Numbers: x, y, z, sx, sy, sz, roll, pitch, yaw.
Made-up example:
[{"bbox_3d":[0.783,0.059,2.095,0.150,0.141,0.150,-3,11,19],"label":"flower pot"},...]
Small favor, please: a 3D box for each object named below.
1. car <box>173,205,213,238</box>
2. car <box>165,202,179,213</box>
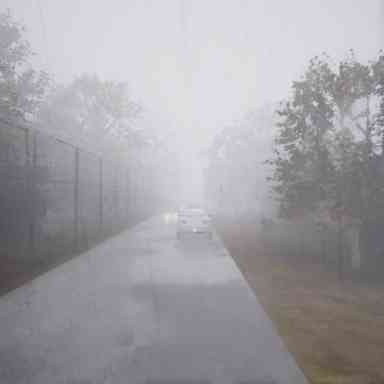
[{"bbox_3d":[0.134,1.633,18.308,1.812,1.442,4.674,0,-1,0],"label":"car"},{"bbox_3d":[-2.587,2.052,45.343,2.128,1.511,4.902,0,-1,1],"label":"car"}]
